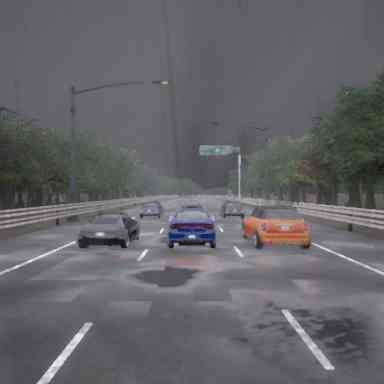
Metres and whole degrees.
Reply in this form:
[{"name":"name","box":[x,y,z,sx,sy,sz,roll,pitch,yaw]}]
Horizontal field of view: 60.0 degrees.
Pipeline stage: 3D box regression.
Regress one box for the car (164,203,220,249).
[{"name":"car","box":[0.000,1.487,14.651,1.882,1.535,5.008,0,0,0]}]

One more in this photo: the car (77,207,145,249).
[{"name":"car","box":[-3.500,1.575,14.650,1.994,1.385,4.181,0,0,0]}]

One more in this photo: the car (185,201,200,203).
[{"name":"car","box":[0.000,1.533,29.651,1.837,1.490,4.892,0,0,0]}]

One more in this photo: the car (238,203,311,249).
[{"name":"car","box":[3.500,1.368,14.620,2.097,1.767,4.553,0,0,0]}]

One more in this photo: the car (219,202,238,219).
[{"name":"car","box":[3.500,1.580,29.650,2.033,1.411,5.357,0,0,0]}]

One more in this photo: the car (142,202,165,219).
[{"name":"car","box":[-3.500,1.580,29.650,2.033,1.411,5.357,0,0,0]}]
